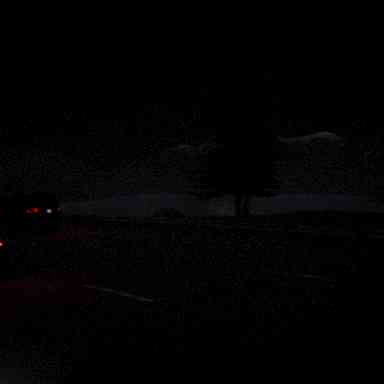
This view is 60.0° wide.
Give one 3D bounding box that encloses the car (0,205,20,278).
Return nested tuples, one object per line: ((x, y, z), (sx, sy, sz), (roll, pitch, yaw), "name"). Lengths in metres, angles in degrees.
((-6.786, 1.305, 8.449), (4.553, 1.767, 2.097), (0, 1, 32), "car")

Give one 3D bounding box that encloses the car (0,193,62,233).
((-9.735, 1.075, 18.464), (5.566, 2.045, 2.150), (0, 0, 29), "car")
